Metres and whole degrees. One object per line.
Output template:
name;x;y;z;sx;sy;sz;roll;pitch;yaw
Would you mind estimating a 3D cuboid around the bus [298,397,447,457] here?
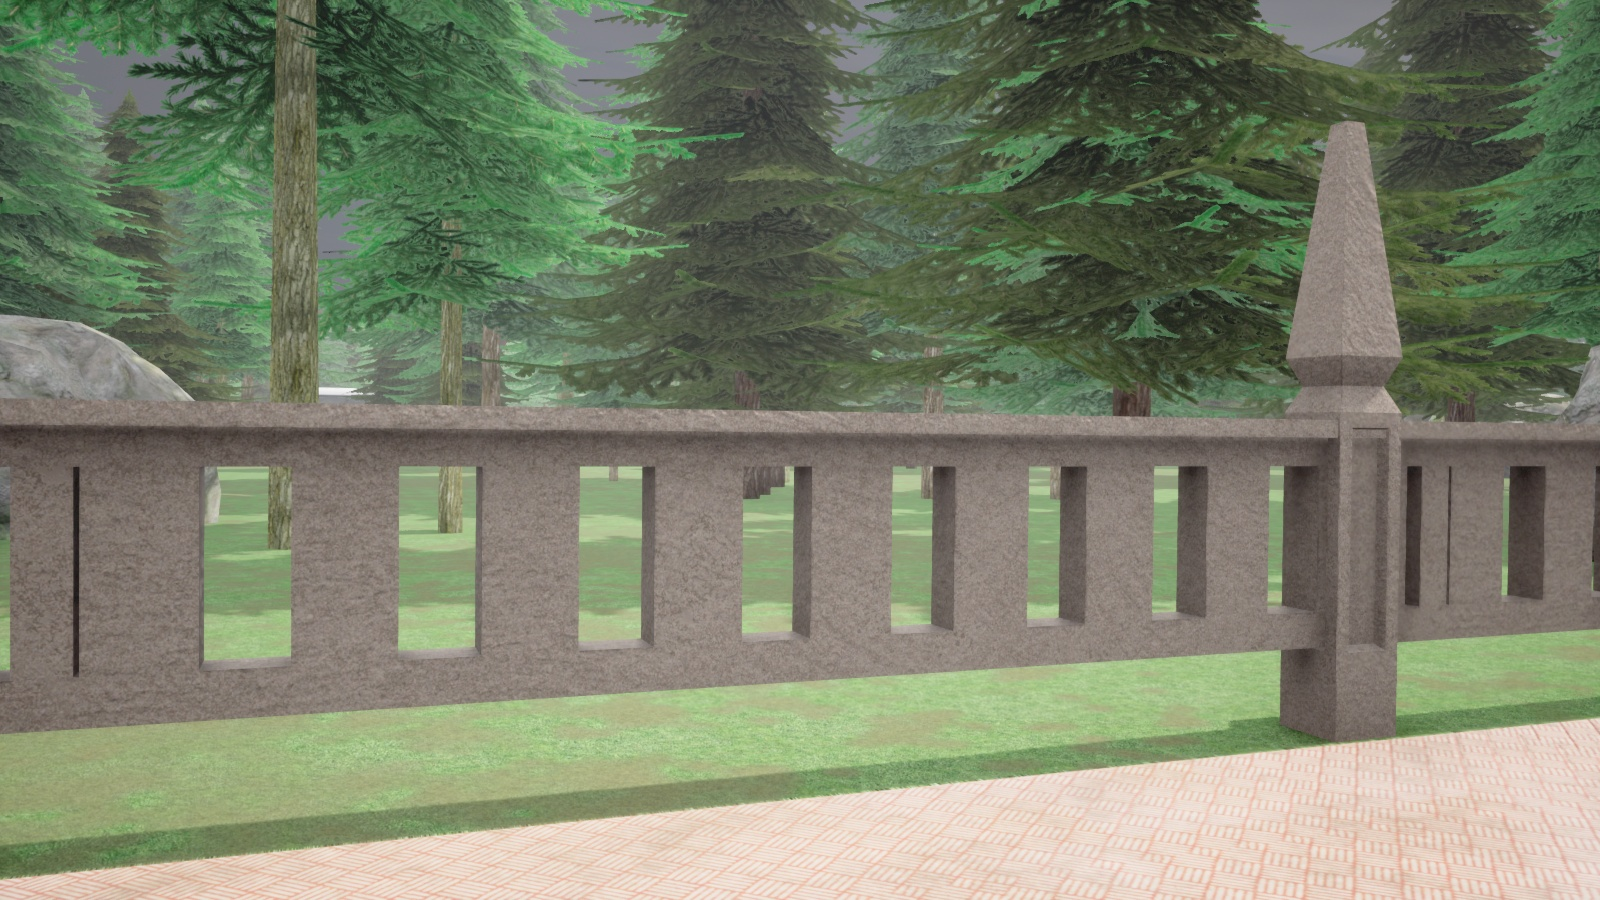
bus;-31.884;-1.760;93.797;10.273;4.253;3.944;-1;1;-21
